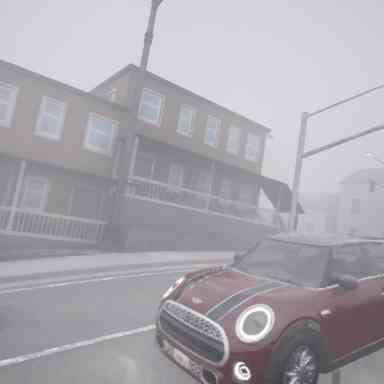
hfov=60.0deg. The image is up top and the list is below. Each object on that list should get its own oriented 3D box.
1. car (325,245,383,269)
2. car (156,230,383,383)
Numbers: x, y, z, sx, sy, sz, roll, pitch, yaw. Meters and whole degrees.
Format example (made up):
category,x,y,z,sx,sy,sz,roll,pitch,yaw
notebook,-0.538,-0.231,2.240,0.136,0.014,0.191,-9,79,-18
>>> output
category,x,y,z,sx,sy,sz,roll,pitch,yaw
car,12.814,4.893,24.970,1.882,1.535,5.008,13,-14,-32
car,1.729,1.462,5.200,4.553,1.767,2.097,4,-2,-35
